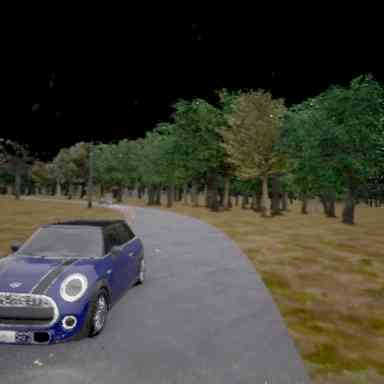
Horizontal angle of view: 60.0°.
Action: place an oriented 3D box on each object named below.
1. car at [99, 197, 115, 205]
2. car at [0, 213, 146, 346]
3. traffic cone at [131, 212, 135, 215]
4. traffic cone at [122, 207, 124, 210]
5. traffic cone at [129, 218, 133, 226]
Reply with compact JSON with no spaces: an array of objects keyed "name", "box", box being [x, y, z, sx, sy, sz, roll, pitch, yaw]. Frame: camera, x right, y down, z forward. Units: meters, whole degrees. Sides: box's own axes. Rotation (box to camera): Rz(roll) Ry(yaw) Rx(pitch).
[{"name":"car","box":[-17.178,1.864,66.993,2.128,1.511,4.902,2,-1,-35]},{"name":"car","box":[-2.355,1.385,6.740,2.097,1.767,4.553,1,-1,4]},{"name":"traffic cone","box":[-5.108,2.234,29.276,0.340,0.580,0.340,1,-1,-9]},{"name":"traffic cone","box":[-9.960,2.349,48.061,0.340,0.580,0.340,2,-1,-20]},{"name":"traffic cone","box":[-4.514,2.181,24.454,0.340,0.580,0.340,1,-1,-6]}]
